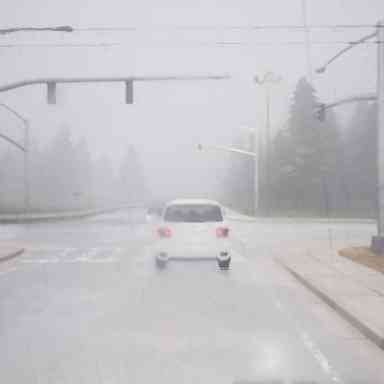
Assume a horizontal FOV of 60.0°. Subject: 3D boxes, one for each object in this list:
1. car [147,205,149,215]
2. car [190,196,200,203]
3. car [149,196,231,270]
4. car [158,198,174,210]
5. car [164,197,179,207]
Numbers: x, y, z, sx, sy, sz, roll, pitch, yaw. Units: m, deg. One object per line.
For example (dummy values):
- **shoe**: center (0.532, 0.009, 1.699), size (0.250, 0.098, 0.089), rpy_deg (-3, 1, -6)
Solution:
- **car**: center (-3.604, 1.641, 35.911), size (2.033, 1.411, 5.357), rpy_deg (0, 0, 0)
- **car**: center (0.650, 1.681, 75.006), size (2.128, 1.511, 4.902), rpy_deg (0, 0, 2)
- **car**: center (-0.023, 1.249, 11.318), size (2.150, 2.045, 5.566), rpy_deg (0, 0, -1)
- **car**: center (-3.580, 1.619, 46.098), size (1.837, 1.490, 4.892), rpy_deg (0, 0, 0)
- **car**: center (-3.450, 1.626, 56.364), size (2.128, 1.511, 4.902), rpy_deg (0, 0, 1)
